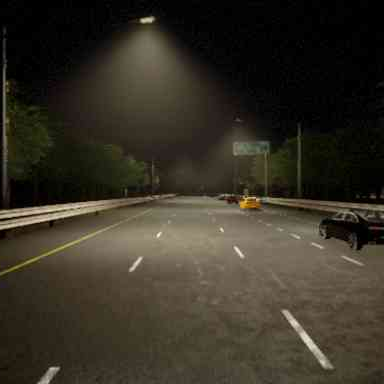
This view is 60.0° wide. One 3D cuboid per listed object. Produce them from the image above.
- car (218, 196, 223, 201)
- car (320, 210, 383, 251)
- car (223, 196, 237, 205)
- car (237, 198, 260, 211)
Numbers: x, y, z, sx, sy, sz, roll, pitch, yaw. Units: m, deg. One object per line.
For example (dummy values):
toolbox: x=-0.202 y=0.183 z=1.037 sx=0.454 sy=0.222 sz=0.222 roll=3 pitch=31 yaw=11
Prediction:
car: x=7.292 y=1.542 z=81.314 sx=1.895 sy=1.301 sz=4.718 roll=0 pitch=0 yaw=0
car: x=7.010 y=1.494 z=14.000 sx=2.128 sy=1.511 sz=4.902 roll=0 pitch=0 yaw=0
car: x=7.185 y=1.481 z=60.223 sx=1.837 sy=1.490 sz=4.892 roll=0 pitch=0 yaw=0
car: x=7.089 y=1.486 z=40.827 sx=1.882 sy=1.535 sz=5.008 roll=0 pitch=0 yaw=0
